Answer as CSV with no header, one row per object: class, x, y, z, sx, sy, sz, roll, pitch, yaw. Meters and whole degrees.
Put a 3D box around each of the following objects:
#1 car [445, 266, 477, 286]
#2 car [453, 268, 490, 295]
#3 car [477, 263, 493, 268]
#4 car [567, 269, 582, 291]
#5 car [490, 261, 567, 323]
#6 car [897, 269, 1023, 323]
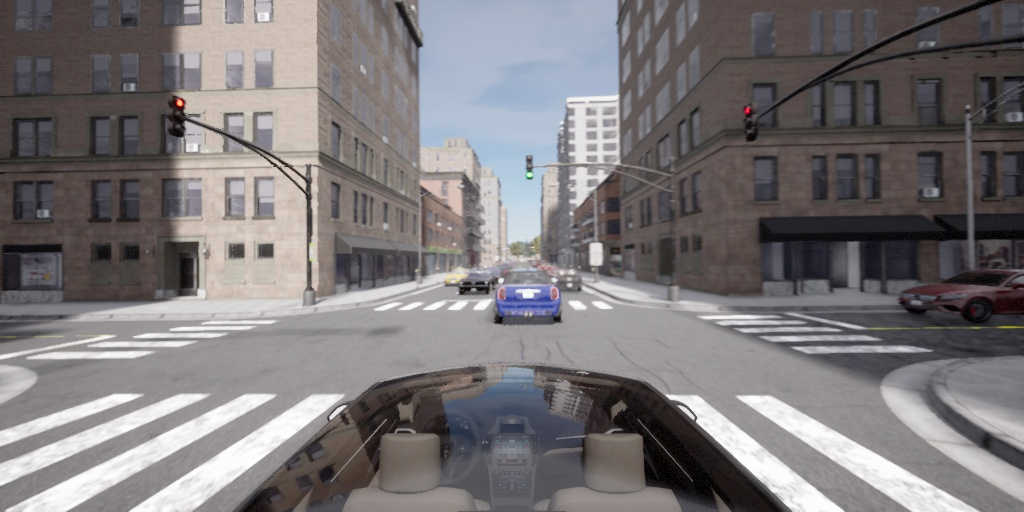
car,-4.301,1.622,29.221,1.751,1.417,4.829,0,0,2
car,-2.040,1.595,22.216,1.895,1.301,4.718,-1,-1,3
car,-1.662,1.642,31.951,2.033,1.411,5.357,-1,-1,3
car,3.514,1.497,23.419,2.007,1.370,4.403,0,0,2
car,0.561,1.205,12.794,2.097,1.767,4.553,-1,-1,2
car,14.621,1.126,10.769,4.674,1.442,1.812,-1,-1,4
